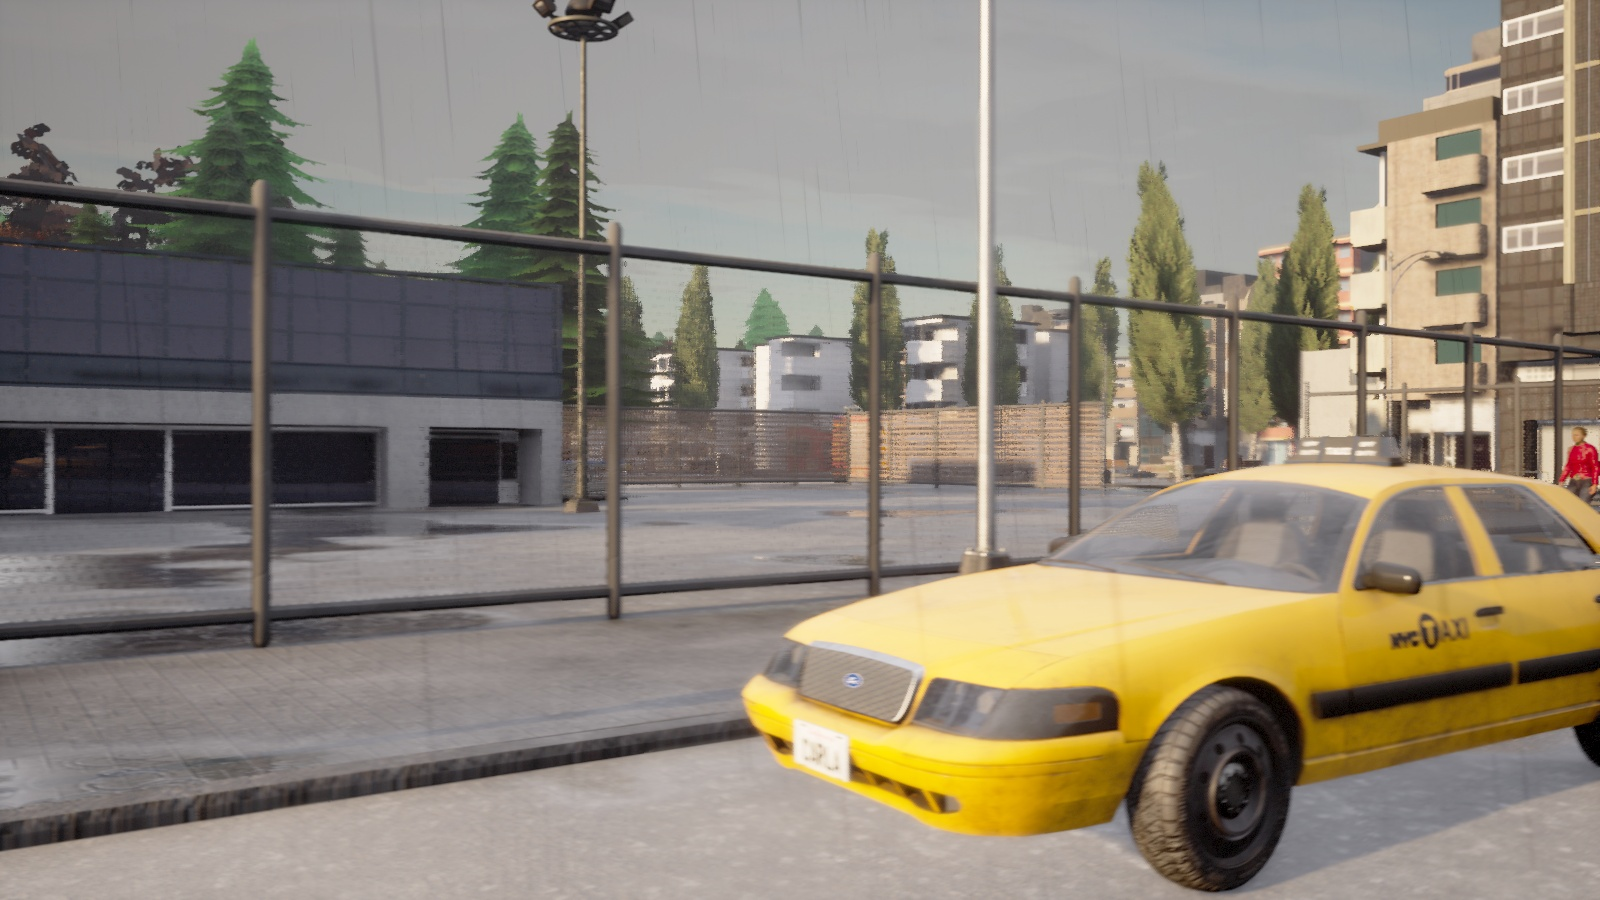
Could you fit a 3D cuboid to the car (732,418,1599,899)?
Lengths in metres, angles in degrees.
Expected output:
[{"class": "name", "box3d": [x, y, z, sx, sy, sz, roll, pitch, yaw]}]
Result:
[{"class": "car", "box3d": [2.466, 0.693, 5.905, 5.366, 1.575, 1.801, 0, 0, -32]}]

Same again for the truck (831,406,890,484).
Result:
[{"class": "truck", "box3d": [3.244, -0.265, 65.990, 2.891, 3.827, 8.468, 0, 0, 4]}]

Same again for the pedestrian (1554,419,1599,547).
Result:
[{"class": "pedestrian", "box3d": [11.451, 0.475, 18.417, 0.636, 1.846, 0.331, 0, 0, -18]}]

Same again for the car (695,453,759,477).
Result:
[{"class": "car", "box3d": [-4.768, 0.958, 80.957, 1.837, 1.490, 4.892, 0, 0, -35]}]
